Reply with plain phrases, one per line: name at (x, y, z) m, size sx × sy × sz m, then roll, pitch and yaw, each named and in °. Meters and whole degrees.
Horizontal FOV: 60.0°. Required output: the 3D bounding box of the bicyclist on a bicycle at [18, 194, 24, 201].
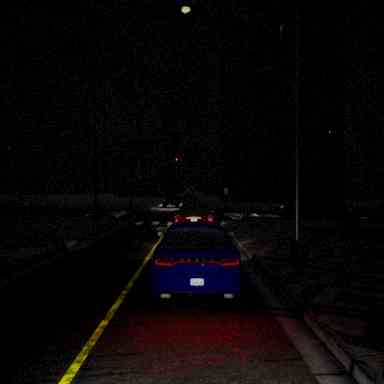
bicyclist on a bicycle at (-20.502, 1.026, 39.724) m, size 0.582 × 1.620 × 1.656 m, roll 1°, pitch 0°, yaw 0°

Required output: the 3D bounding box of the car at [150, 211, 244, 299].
car at (0.099, 1.476, 8.499) m, size 1.882 × 1.535 × 5.008 m, roll 0°, pitch 0°, yaw 0°

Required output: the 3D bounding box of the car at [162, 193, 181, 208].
car at (-3.099, 1.216, 49.296) m, size 2.150 × 2.045 × 5.566 m, roll 0°, pitch 0°, yaw 0°

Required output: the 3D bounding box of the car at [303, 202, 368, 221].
car at (12.131, 1.771, 28.339) m, size 4.313 × 1.339 × 1.947 m, roll 1°, pitch -1°, yaw 0°

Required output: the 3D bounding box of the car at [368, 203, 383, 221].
car at (17.944, 1.820, 28.340) m, size 4.829 × 1.417 × 1.752 m, roll 1°, pitch -1°, yaw 0°

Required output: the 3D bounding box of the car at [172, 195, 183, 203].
car at (-3.018, 1.484, 69.446) m, size 2.128 × 1.511 × 4.902 m, roll 0°, pitch 0°, yaw 0°

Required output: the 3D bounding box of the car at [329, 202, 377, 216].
car at (17.781, 1.837, 36.864) m, size 4.403 × 1.369 × 2.008 m, roll 1°, pitch -1°, yaw 0°

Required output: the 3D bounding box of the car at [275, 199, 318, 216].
car at (10.947, 1.535, 34.188) m, size 4.553 × 1.767 × 2.097 m, roll 1°, pitch 0°, yaw 0°

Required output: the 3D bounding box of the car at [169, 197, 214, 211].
car at (0.118, 1.350, 17.653) m, size 2.097 × 1.767 × 4.553 m, roll 0°, pitch 0°, yaw 1°

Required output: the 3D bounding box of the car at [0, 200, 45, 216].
car at (-14.777, 1.363, 28.240) m, size 4.403 × 1.369 × 2.008 m, roll 1°, pitch -1°, yaw 0°

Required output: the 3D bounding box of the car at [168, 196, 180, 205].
car at (-3.087, 1.519, 59.127) m, size 1.812 × 1.442 × 4.674 m, roll 0°, pitch 0°, yaw 1°

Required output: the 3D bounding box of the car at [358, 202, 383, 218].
car at (19.914, 1.847, 34.191) m, size 4.674 × 1.442 × 1.812 m, roll 1°, pitch 0°, yaw 0°
